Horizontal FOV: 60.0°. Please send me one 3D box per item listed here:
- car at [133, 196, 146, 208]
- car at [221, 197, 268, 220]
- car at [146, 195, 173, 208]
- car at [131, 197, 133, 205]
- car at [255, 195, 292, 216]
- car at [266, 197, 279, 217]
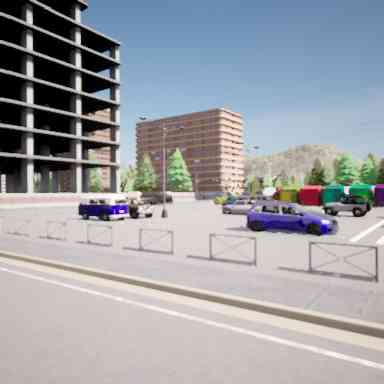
[{"bbox_3d":[-9.049,1.876,68.137,2.128,1.511,4.902,-1,0,35],"label":"car"},{"bbox_3d":[4.796,1.531,31.814,3.806,1.475,1.970,-1,0,36],"label":"car"},{"bbox_3d":[-6.041,1.556,66.329,2.150,2.045,5.566,-1,-1,35],"label":"car"},{"bbox_3d":[-13.438,1.866,88.198,1.851,1.617,3.988,-1,0,36],"label":"car"},{"bbox_3d":[8.011,1.289,36.373,4.605,1.855,1.932,-1,0,36],"label":"car"},{"bbox_3d":[6.487,1.499,34.164,3.905,1.438,1.784,-1,0,36],"label":"car"}]
